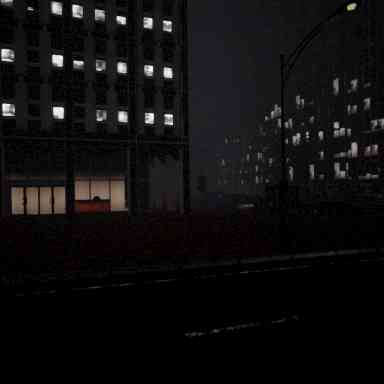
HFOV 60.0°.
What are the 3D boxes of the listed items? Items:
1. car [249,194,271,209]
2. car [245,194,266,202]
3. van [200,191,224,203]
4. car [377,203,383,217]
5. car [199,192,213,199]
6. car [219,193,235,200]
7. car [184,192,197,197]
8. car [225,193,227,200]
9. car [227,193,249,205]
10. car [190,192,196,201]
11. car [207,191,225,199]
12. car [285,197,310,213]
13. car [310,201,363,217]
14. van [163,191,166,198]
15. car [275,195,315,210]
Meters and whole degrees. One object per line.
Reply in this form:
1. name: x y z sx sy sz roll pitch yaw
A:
1. car: 9.061 1.331 40.025 1.947 1.339 4.313 0 1 -20
2. car: 11.188 1.059 58.924 1.802 1.307 4.206 0 1 -20
3. van: 3.308 0.952 56.071 1.690 1.788 3.998 0 1 -20
4. car: 16.980 1.344 25.885 1.882 1.535 5.008 -1 1 -20
5. car: 3.450 0.705 80.300 1.967 1.590 4.097 0 1 -20
6. car: 7.320 0.953 69.614 1.802 1.307 4.206 0 1 -20
7. car: -0.418 0.709 90.990 2.008 1.369 4.403 0 1 -20
8. car: 8.134 1.027 59.729 1.812 1.442 4.674 -1 1 -20
9. car: 7.706 0.972 51.593 2.097 1.767 4.553 -1 1 -20
10. car: -0.560 1.056 66.763 2.008 1.369 4.403 0 1 -20
11. car: 5.384 0.633 74.955 2.192 1.841 5.009 0 1 -20
12. car: 10.940 1.399 34.661 1.802 1.307 4.206 0 1 -20
13. car: 12.858 1.434 29.309 1.947 1.339 4.313 0 1 -20
14. van: -6.364 0.687 82.793 1.690 1.788 3.998 0 1 -20
15. car: 12.077 1.215 39.434 1.882 1.535 5.008 -1 1 -20
